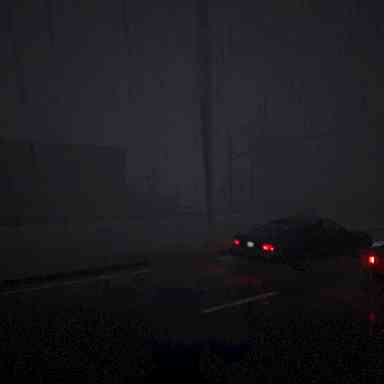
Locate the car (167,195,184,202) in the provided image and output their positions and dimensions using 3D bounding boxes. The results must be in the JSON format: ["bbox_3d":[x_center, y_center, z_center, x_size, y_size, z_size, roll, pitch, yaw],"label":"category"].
[{"bbox_3d":[-4.164,1.322,61.269,2.128,1.511,4.902,0,0,-36],"label":"car"}]

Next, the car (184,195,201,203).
[{"bbox_3d":[-1.103,1.289,63.032,1.882,1.535,5.008,0,0,-36],"label":"car"}]

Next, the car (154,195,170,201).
[{"bbox_3d":[-6.988,1.346,77.123,1.994,1.385,4.181,0,0,-36],"label":"car"}]

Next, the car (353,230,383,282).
[{"bbox_3d":[6.260,1.549,8.256,4.718,1.301,1.895,0,0,-35],"label":"car"}]

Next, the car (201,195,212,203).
[{"bbox_3d":[1.886,1.271,64.889,1.882,1.535,5.008,0,0,-36],"label":"car"}]

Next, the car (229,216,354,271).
[{"bbox_3d":[3.686,1.499,10.726,5.357,1.411,2.033,0,0,-35],"label":"car"}]

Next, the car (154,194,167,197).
[{"bbox_3d":[-7.012,1.200,59.220,2.097,1.767,4.553,0,0,-36],"label":"car"}]
